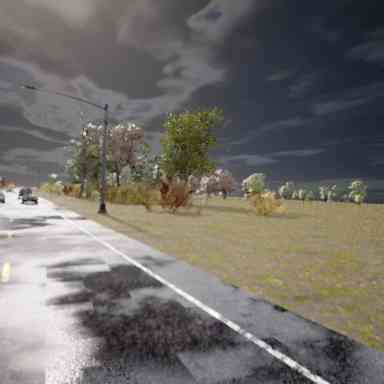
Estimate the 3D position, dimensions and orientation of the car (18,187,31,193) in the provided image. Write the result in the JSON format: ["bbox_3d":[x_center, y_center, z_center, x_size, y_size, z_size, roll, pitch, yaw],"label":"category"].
[{"bbox_3d":[-30.095,0.177,60.205,2.150,2.045,5.566,2,0,-27],"label":"car"}]

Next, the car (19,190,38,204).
[{"bbox_3d":[-21.716,0.854,44.515,1.895,1.301,4.718,2,0,-28],"label":"car"}]

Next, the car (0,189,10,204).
[{"bbox_3d":[-24.384,0.689,41.732,2.033,1.411,5.357,2,0,-27],"label":"car"}]
